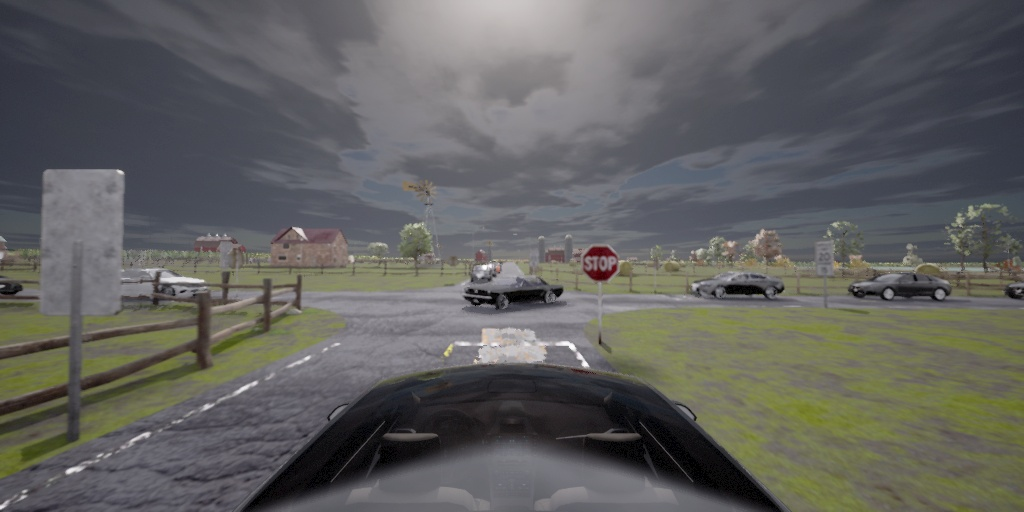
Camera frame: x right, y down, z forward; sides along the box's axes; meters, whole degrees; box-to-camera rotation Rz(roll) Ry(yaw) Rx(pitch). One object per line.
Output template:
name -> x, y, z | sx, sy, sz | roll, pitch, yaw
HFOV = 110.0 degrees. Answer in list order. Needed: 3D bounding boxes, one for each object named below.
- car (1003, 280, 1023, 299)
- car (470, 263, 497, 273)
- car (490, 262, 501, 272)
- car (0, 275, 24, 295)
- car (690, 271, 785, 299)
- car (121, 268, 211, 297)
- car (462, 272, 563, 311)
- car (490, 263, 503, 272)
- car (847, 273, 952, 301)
car -> 31.710, 1.822, 20.778 | 4.892, 1.490, 1.837 | 1, -1, -1
car -> -2.852, 1.646, 34.148 | 2.128, 1.511, 4.902 | 0, -1, 0
car -> -2.843, 1.761, 43.488 | 2.128, 1.511, 4.902 | 0, -1, 0
car -> -26.357, 1.240, 17.071 | 4.181, 1.385, 1.994 | 1, -1, -1
car -> 12.805, 1.629, 20.494 | 4.902, 1.511, 2.128 | 1, -1, -2
car -> -17.237, 1.296, 17.189 | 4.674, 1.442, 1.812 | 1, -1, -1
car -> 0.125, 1.523, 15.826 | 4.718, 1.301, 1.895 | 1, -1, -45
car -> -2.800, 2.018, 64.479 | 2.128, 1.511, 4.902 | 0, -1, 1
car -> 22.207, 1.734, 20.661 | 4.892, 1.490, 1.837 | 1, -1, -1
